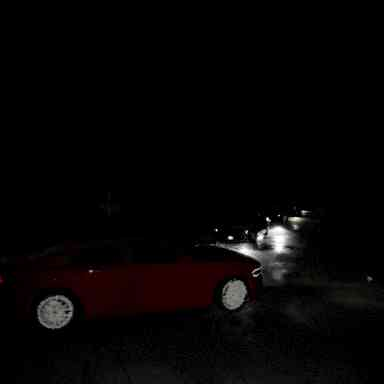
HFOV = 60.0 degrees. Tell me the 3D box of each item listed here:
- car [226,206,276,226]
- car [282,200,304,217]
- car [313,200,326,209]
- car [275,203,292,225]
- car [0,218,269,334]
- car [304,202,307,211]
[{"bbox_3d":[2.705,1.633,16.947,2.033,1.411,5.357,0,-1,23],"label":"car"},{"bbox_3d":[10.451,1.653,35.603,2.097,1.767,4.553,0,-1,23],"label":"car"},{"bbox_3d":[22.427,2.162,58.393,1.837,1.490,4.892,0,-1,19],"label":"car"},{"bbox_3d":[6.415,1.790,26.101,1.895,1.301,4.718,0,-1,23],"label":"car"},{"bbox_3d":[-1.047,1.503,6.570,5.008,1.535,1.882,0,1,-16],"label":"car"},{"bbox_3d":[16.373,2.053,50.410,2.033,1.411,5.357,0,-1,20],"label":"car"}]
